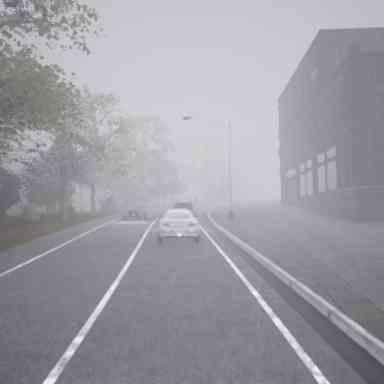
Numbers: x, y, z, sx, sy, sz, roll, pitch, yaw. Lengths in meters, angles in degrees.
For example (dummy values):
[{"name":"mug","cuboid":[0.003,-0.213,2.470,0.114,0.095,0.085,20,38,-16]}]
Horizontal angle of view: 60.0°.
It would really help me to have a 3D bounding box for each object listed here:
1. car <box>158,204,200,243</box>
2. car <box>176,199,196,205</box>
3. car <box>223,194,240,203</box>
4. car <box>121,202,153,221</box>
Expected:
[{"name":"car","cuboid":[-0.660,1.536,16.196,1.812,1.442,4.674,0,0,-3]},{"name":"car","cuboid":[-0.647,1.409,34.331,1.882,1.535,5.008,-1,0,5]},{"name":"car","cuboid":[7.987,1.289,66.634,1.837,1.490,4.892,-4,-1,36]},{"name":"car","cuboid":[-4.368,1.549,26.988,1.994,1.385,4.181,0,0,1]}]
